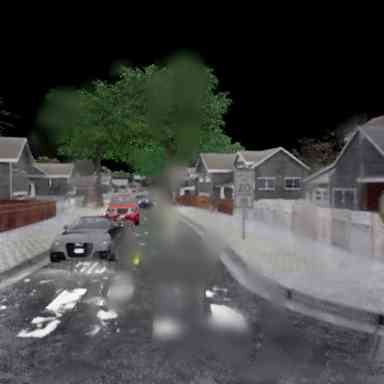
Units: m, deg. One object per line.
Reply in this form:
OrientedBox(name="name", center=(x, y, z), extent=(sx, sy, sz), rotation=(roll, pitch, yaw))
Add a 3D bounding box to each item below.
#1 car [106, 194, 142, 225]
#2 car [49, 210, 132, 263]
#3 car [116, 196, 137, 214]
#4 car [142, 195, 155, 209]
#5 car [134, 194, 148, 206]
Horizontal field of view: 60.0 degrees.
OrientedBox(name="car", center=(-4.856, 1.198, 23.890), extent=(2.150, 2.045, 5.566), rotation=(0, 0, -9))
OrientedBox(name="car", center=(-3.482, 1.555, 11.822), extent=(1.994, 1.385, 4.181), rotation=(0, 0, -4))
OrientedBox(name="car", center=(-7.033, 1.312, 35.530), extent=(2.097, 1.767, 4.553), rotation=(0, 0, -12))
OrientedBox(name="car", center=(-6.181, 1.281, 44.347), extent=(2.097, 1.767, 4.553), rotation=(0, 0, -13))
OrientedBox(name="car", center=(-8.369, 1.270, 54.072), extent=(2.097, 1.767, 4.553), rotation=(0, 0, -11))
